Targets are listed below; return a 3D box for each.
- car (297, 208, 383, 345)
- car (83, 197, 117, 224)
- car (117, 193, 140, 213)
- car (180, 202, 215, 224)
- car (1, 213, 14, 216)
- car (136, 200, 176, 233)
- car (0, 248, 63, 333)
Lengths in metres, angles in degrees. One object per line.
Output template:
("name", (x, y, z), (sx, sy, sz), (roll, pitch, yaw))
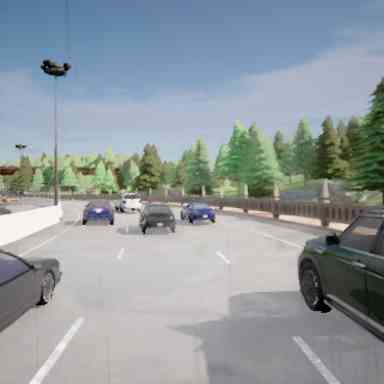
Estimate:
("car", (3.341, 1.198, 4.524), (2.150, 2.045, 5.566), (0, 0, -3))
("car", (-6.796, 1.318, 24.415), (2.097, 1.767, 4.553), (0, 0, -14))
("car", (-7.119, 1.161, 36.929), (2.150, 2.045, 5.566), (0, 0, -21))
("car", (0.383, 1.465, 24.459), (1.812, 1.442, 4.674), (0, 0, -13))
("car", (-13.879, 1.559, 23.106), (1.994, 1.385, 4.181), (0, 0, -15))
("car", (-2.113, 1.464, 19.632), (1.837, 1.490, 4.892), (0, 0, -11))
("car", (-3.654, 1.548, 4.921), (2.033, 1.411, 5.357), (0, 0, -3))
